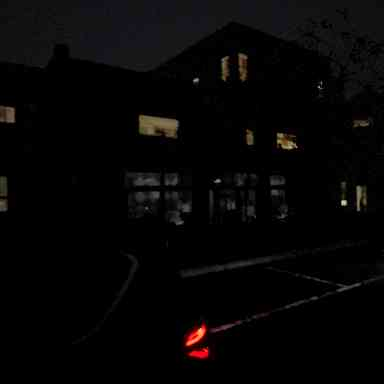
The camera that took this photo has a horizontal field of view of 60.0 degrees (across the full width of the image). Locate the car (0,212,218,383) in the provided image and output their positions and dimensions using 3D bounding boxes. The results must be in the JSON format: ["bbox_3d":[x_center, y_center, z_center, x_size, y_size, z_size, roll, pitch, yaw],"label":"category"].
[{"bbox_3d":[-2.439,1.223,1.616,5.566,2.045,2.150,-1,1,-34],"label":"car"}]
